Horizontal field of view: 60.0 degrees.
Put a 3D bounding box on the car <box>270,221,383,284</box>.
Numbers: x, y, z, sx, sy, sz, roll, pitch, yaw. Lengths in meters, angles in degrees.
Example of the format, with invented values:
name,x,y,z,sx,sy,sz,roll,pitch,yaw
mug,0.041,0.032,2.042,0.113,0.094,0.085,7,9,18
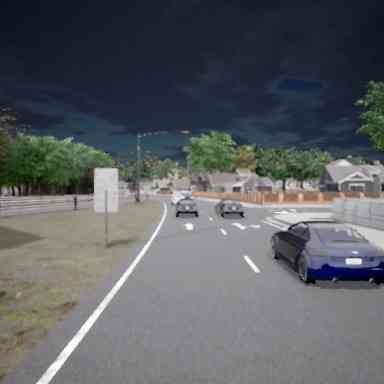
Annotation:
name,x,y,z,sx,sy,sz,roll,pitch,yaw
car,3.586,1.490,9.391,1.994,1.385,4.181,0,1,0

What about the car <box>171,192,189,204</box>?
name,x,y,z,sx,sy,sz,roll,pitch,yaw
car,-1.922,1.049,46.139,1.812,1.442,4.674,0,1,-6

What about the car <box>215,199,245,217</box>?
name,x,y,z,sx,sy,sz,roll,pitch,yaw
car,3.046,1.279,27.781,2.033,1.411,5.357,0,1,-3

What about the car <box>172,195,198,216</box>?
name,x,y,z,sx,sy,sz,roll,pitch,yaw
car,-0.493,1.261,28.311,2.033,1.411,5.357,0,1,-3
